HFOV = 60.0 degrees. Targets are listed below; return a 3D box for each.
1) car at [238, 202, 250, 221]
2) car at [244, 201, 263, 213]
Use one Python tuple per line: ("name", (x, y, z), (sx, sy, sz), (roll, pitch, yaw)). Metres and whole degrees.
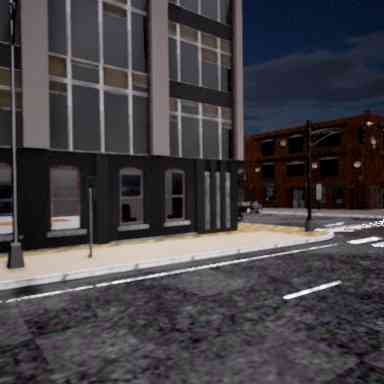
("car", (2.602, 1.831, 29.220), (1.947, 1.339, 4.313), (-2, 0, -37))
("car", (6.223, 1.769, 38.815), (2.008, 1.369, 4.403), (-2, 0, -37))
